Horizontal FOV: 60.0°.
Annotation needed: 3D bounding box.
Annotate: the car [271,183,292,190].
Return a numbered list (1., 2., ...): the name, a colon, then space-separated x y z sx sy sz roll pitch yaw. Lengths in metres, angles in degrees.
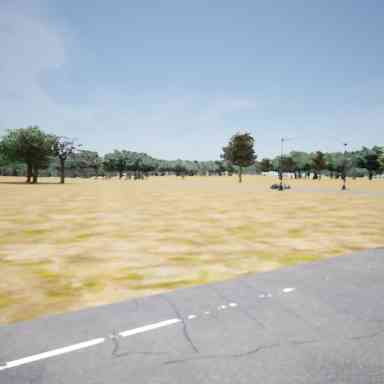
1. car: 19.355 -1.223 72.048 2.128 1.511 4.902 -1 3 -33
